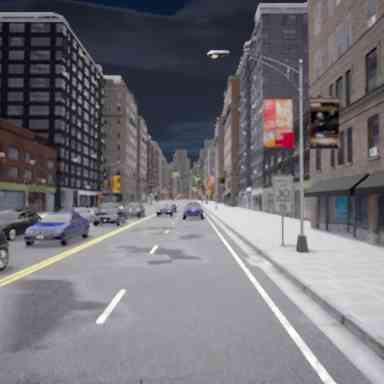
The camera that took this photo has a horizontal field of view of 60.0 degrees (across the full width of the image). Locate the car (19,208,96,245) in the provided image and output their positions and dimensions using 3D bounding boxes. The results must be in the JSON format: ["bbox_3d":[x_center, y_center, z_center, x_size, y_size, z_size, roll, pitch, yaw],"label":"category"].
[{"bbox_3d":[-6.559,1.735,16.744,1.812,1.442,4.674,0,-1,0],"label":"car"}]

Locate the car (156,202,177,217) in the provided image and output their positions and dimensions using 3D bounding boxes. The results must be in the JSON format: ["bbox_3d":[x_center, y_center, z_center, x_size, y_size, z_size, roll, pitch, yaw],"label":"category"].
[{"bbox_3d":[-3.196,2.231,39.803,1.895,1.301,4.718,0,-1,0],"label":"car"}]

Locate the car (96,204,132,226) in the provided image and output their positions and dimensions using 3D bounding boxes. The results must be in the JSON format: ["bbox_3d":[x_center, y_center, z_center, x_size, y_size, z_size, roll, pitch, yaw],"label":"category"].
[{"bbox_3d":[-6.463,1.953,26.749,1.994,1.385,4.181,0,-1,0],"label":"car"}]

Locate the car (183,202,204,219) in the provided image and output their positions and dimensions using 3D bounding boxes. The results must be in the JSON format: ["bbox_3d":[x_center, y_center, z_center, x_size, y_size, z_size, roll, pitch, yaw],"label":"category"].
[{"bbox_3d":[0.149,1.924,35.754,2.097,1.767,4.553,0,-1,0],"label":"car"}]

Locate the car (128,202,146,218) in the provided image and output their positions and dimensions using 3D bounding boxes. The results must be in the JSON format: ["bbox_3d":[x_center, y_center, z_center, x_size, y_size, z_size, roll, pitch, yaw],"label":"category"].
[{"bbox_3d":[-6.449,1.920,36.868,2.097,1.767,4.553,0,-1,0],"label":"car"}]

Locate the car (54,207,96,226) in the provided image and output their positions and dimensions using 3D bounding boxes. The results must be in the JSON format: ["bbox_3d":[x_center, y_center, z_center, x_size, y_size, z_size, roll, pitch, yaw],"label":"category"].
[{"bbox_3d":[-9.711,2.001,28.085,1.895,1.301,4.718,0,-1,0],"label":"car"}]

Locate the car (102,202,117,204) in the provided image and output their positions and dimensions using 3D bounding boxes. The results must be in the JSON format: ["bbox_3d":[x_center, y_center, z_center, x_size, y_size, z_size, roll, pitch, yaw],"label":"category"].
[{"bbox_3d":[-9.697,1.934,38.402,2.097,1.767,4.553,0,-1,0],"label":"car"}]

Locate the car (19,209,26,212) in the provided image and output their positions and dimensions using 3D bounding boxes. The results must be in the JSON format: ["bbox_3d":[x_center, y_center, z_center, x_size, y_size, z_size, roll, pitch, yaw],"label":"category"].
[{"bbox_3d":[-9.793,1.726,18.041,1.837,1.490,4.892,0,-1,0],"label":"car"}]

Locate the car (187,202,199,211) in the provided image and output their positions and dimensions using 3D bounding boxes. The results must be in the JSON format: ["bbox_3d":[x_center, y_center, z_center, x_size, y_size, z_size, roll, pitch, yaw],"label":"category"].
[{"bbox_3d":[0.170,2.426,57.288,2.128,1.511,4.902,0,-1,0],"label":"car"}]

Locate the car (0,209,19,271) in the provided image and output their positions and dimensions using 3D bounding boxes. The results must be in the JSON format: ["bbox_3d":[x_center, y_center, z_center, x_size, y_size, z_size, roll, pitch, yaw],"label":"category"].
[{"bbox_3d":[-6.580,1.408,8.172,2.097,1.767,4.553,0,-1,0],"label":"car"}]
